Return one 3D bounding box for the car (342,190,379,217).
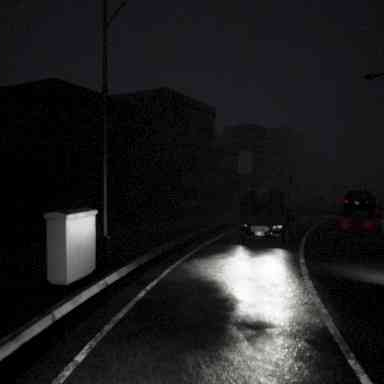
[{"bbox_3d":[13.921,0.892,27.597,2.150,2.045,5.566,2,1,31],"label":"car"}]

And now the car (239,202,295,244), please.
[{"bbox_3d":[3.434,1.246,14.692,2.128,1.511,4.902,1,1,22],"label":"car"}]
